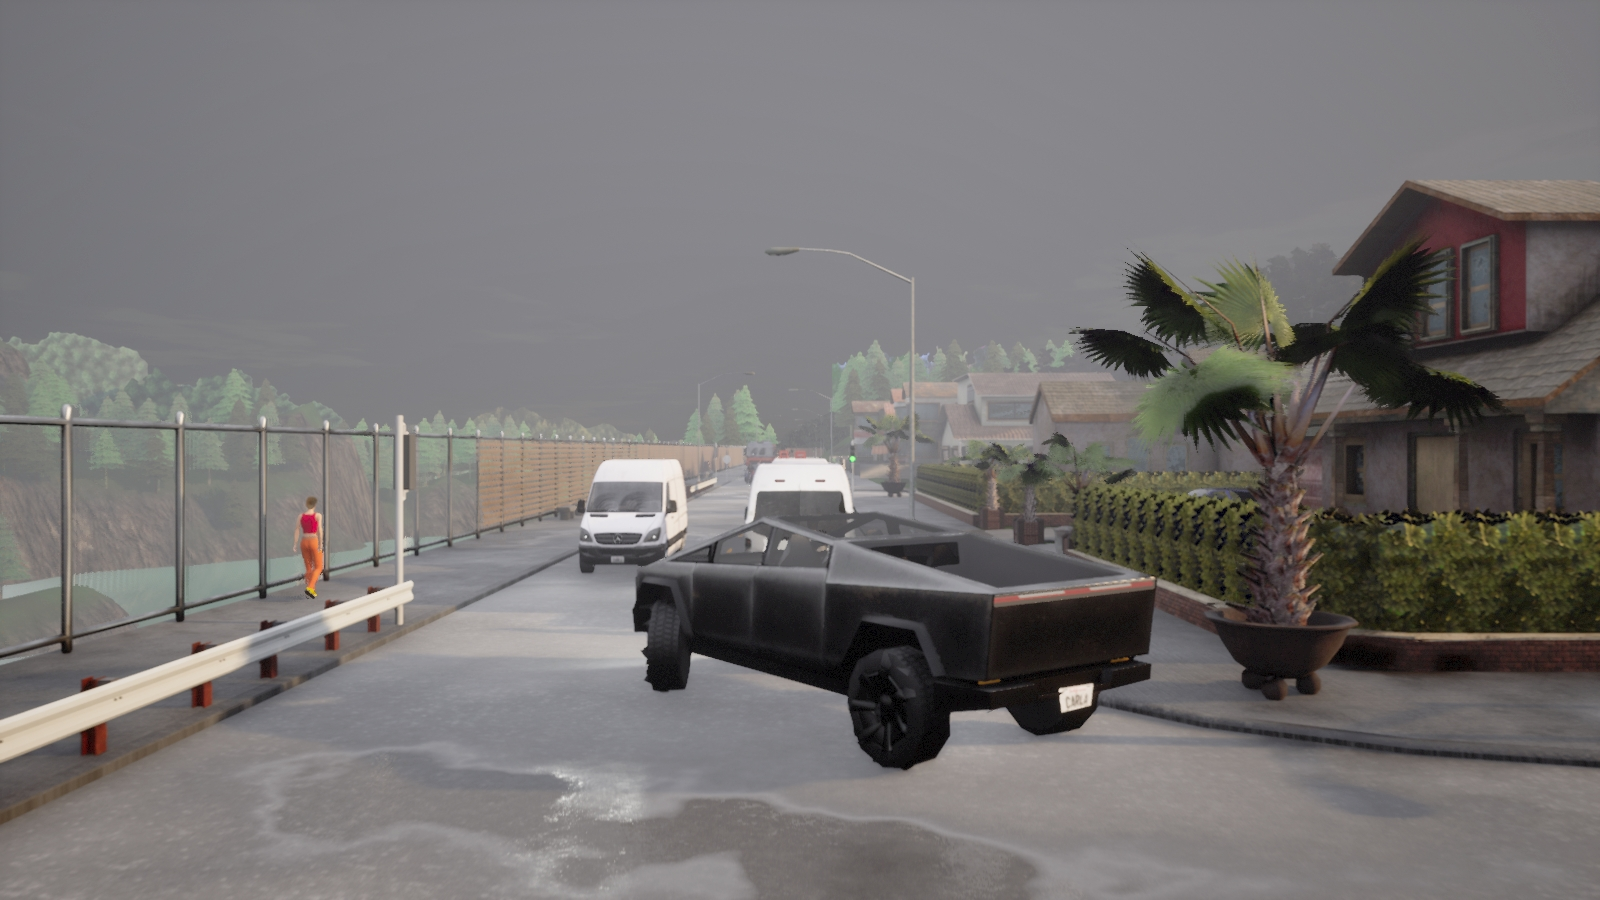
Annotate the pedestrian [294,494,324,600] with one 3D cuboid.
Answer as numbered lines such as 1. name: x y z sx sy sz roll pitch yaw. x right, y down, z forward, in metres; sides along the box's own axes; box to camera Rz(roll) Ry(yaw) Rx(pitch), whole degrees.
1. pedestrian: -8.825 1.734 20.536 0.375 1.860 0.375 0 0 -1

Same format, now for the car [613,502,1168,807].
1. car: 0.521 1.747 12.193 2.390 2.098 6.274 0 0 -36

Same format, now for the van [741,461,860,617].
1. van: 0.007 1.523 22.149 1.988 2.561 5.915 0 0 0

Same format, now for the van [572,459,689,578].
1. van: -3.991 1.520 27.953 1.988 2.561 5.915 0 0 0
